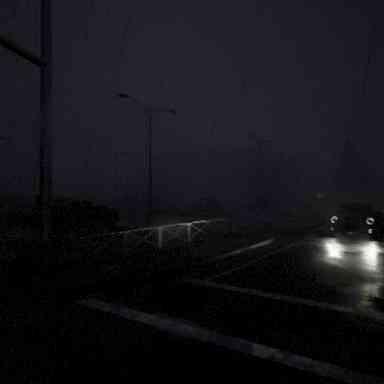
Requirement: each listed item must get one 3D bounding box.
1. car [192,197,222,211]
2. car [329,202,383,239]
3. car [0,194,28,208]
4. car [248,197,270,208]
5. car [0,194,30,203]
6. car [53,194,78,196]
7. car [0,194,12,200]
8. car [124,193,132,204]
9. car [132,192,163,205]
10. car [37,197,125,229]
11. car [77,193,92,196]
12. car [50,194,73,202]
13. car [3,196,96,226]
[{"bbox_3d":[1.673,1.325,37.196,1.970,1.475,3.806,0,0,35],"label":"car"},{"bbox_3d":[8.641,1.343,17.335,2.097,1.767,4.553,0,0,35],"label":"car"},{"bbox_3d":[-22.606,1.177,40.902,2.007,1.523,4.514,0,0,35],"label":"car"},{"bbox_3d":[8.383,1.322,41.547,1.845,1.501,3.633,0,0,35],"label":"car"},{"bbox_3d":[-32.293,1.121,60.837,2.007,1.523,4.514,0,0,35],"label":"car"},{"bbox_3d":[-14.461,1.227,35.114,1.845,1.501,3.633,0,0,35],"label":"car"},{"bbox_3d":[-44.352,1.097,76.550,1.812,1.442,4.674,0,0,35],"label":"car"},{"bbox_3d":[-9.345,0.964,53.694,1.905,1.878,3.866,0,0,35],"label":"car"},{"bbox_3d":[-6.732,0.993,52.359,1.932,1.855,4.605,0,0,35],"label":"car"},{"bbox_3d":[-6.599,1.290,20.256,2.007,1.523,4.514,0,0,35],"label":"car"},{"bbox_3d":[-19.806,1.004,61.061,2.152,1.636,5.027,0,0,35],"label":"car"},{"bbox_3d":[-25.239,1.065,64.492,1.970,1.475,3.806,0,0,35],"label":"car"},{"bbox_3d":[-9.194,1.272,22.019,2.152,1.636,5.027,0,0,35],"label":"car"}]
